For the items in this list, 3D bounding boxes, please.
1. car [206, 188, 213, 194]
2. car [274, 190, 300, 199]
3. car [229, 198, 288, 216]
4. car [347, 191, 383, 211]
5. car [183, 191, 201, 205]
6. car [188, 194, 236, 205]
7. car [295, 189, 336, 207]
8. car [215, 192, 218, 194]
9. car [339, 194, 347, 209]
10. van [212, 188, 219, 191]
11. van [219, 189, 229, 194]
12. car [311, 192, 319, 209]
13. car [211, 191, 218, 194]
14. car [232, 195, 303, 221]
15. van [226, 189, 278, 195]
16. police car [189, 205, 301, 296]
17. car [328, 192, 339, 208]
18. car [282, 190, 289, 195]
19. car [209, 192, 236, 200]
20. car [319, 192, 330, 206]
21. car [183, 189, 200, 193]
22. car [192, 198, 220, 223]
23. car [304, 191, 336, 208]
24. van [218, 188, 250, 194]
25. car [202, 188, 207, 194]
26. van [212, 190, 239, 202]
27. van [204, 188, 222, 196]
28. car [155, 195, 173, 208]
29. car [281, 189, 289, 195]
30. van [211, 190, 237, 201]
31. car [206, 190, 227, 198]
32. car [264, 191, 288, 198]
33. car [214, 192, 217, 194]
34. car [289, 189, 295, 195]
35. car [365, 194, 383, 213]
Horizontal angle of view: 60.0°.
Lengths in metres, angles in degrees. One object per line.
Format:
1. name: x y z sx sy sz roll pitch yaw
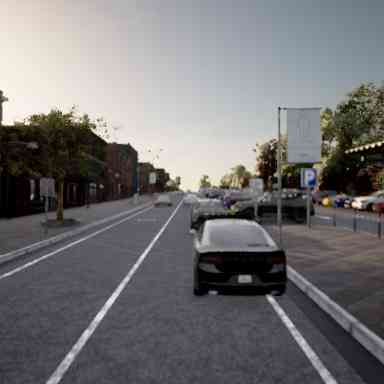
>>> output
1. car: 5.608 0.633 54.112 5.566 2.045 2.435 0 1 0
2. car: 18.718 0.550 65.813 4.553 1.767 2.185 0 1 0
3. car: 5.700 1.255 28.881 4.674 1.452 2.002 0 1 0
4. car: 18.739 0.929 32.500 5.566 2.045 2.435 0 1 0
5. car: -0.039 1.037 45.327 1.812 1.442 4.674 0 1 0
6. car: 0.955 1.186 18.533 2.097 1.767 4.553 0 1 0
7. car: 18.699 0.719 49.157 5.566 2.045 2.435 0 1 0
8. car: 5.692 1.092 42.899 4.792 1.488 2.163 0 1 0
9. car: 18.755 1.153 35.277 4.892 1.521 2.231 0 1 0
10. van: 5.759 0.709 51.313 4.442 1.987 1.878 0 1 0
11. van: 5.560 0.903 37.291 4.442 1.987 1.878 0 1 0
12. car: 18.712 1.085 43.604 4.792 1.488 2.163 0 1 0
13. car: 5.656 0.980 48.509 4.892 1.521 2.231 0 1 0
14. car: 5.519 1.241 26.077 5.366 1.575 1.946 0 1 0
15. van: 5.807 0.961 31.682 4.442 1.987 1.878 0 1 0
16. police car: 0.966 1.359 8.662 1.930 1.638 5.238 0 1 0
17. car: 18.749 1.121 38.055 5.008 1.535 2.097 0 1 0
18. car: 18.893 0.823 57.488 5.366 1.575 1.946 0 1 0
19. car: 5.609 0.734 62.526 4.892 1.521 2.231 0 1 0
20. car: 18.932 1.085 40.832 5.366 1.575 1.946 0 1 0
21. car: -0.063 0.655 59.163 2.097 1.767 4.553 0 1 0
22. car: 0.949 1.277 24.572 1.837 1.490 4.892 0 1 0
23. car: 18.763 1.043 46.387 4.792 1.488 2.163 0 1 0
24. van: 5.787 0.870 40.093 4.442 1.987 1.878 0 1 0
25. car: 5.566 0.331 70.930 5.566 2.045 2.435 0 1 0
26. van: 5.746 0.608 56.916 4.442 1.987 1.878 0 1 0
27. van: 5.444 0.104 84.944 4.442 1.987 1.878 0 1 0
28. car: -3.391 1.109 40.040 1.812 1.442 4.674 0 1 0
29. car: 18.729 0.525 60.259 5.566 2.045 2.435 0 1 0
30. van: 5.739 0.558 59.719 4.442 1.987 1.878 0 1 0
31. car: 5.550 0.356 76.538 4.553 1.767 2.185 0 1 0
32. car: 18.673 0.527 74.141 4.892 1.521 2.231 0 1 0
33. car: 5.654 1.062 45.706 4.674 1.452 2.002 0 1 0
34. car: 18.749 0.674 51.933 5.566 2.045 2.435 0 1 0
35. car: 18.780 1.208 29.727 5.008 1.535 2.097 0 1 0
